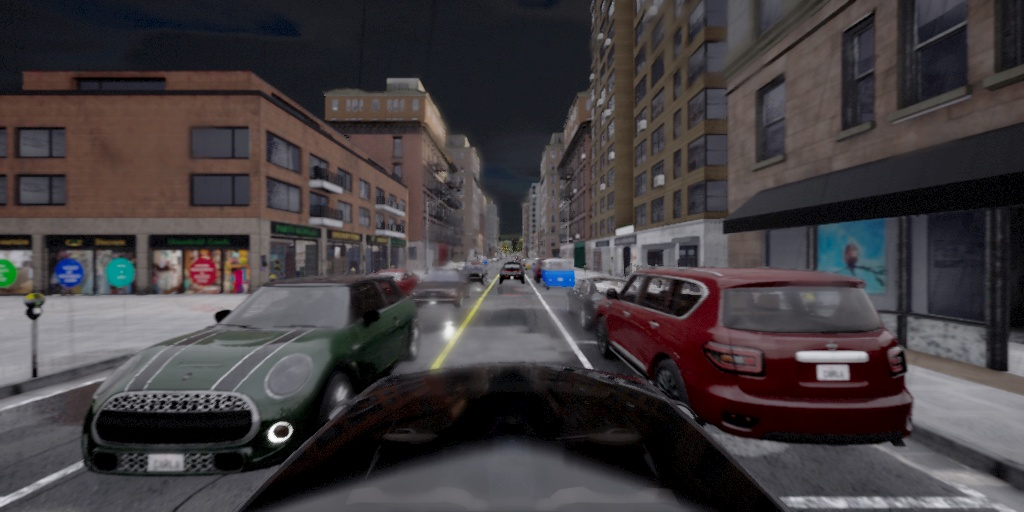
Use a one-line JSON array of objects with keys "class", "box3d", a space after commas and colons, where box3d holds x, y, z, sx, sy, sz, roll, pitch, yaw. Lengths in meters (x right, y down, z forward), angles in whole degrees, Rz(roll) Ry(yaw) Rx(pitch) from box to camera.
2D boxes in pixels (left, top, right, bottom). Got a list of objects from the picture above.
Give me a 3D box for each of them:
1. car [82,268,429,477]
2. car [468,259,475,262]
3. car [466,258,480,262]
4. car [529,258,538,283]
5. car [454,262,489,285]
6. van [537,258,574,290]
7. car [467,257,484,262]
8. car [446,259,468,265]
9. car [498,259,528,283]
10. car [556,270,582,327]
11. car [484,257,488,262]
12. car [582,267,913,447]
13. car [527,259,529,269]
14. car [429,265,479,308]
[{"class": "car", "box3d": [-2.838, 1.097, 5.185, 2.097, 1.767, 4.553, 0, 0, 0]}, {"class": "car", "box3d": [-5.406, 1.250, 37.845, 2.007, 1.370, 4.403, 0, 0, 0]}, {"class": "car", "box3d": [-5.405, 1.258, 43.252, 1.948, 1.339, 4.313, 0, 0, 0]}, {"class": "car", "box3d": [2.680, 1.030, 27.036, 2.192, 1.841, 5.009, 0, 0, 0]}, {"class": "car", "box3d": [-2.761, 1.318, 25.589, 1.895, 1.301, 4.718, 0, 0, 0]}, {"class": "van", "box3d": [2.686, 1.064, 21.630, 1.690, 1.789, 3.998, 0, 0, 0]}, {"class": "car", "box3d": [-5.405, 0.999, 48.658, 2.192, 1.841, 5.009, 0, 0, 0]}, {"class": "car", "box3d": [-5.406, 1.233, 32.270, 1.751, 1.417, 4.829, 0, 0, 0]}, {"class": "car", "box3d": [0.017, 1.222, 27.099, 1.837, 1.490, 4.892, 0, 1, 0]}, {"class": "car", "box3d": [2.698, 1.288, 10.817, 2.007, 1.370, 4.403, 0, 0, 0]}, {"class": "car", "box3d": [-5.405, 1.251, 59.470, 1.802, 1.307, 4.207, 0, 0, 0]}, {"class": "car", "box3d": [2.704, 1.060, 5.411, 2.192, 1.841, 5.009, 0, 0, 0]}, {"class": "car", "box3d": [2.655, 1.210, 48.831, 1.751, 1.417, 4.829, 0, 0, 0]}, {"class": "car", "box3d": [-2.831, 1.279, 15.494, 2.033, 1.411, 5.357, 0, 0, 0]}]
